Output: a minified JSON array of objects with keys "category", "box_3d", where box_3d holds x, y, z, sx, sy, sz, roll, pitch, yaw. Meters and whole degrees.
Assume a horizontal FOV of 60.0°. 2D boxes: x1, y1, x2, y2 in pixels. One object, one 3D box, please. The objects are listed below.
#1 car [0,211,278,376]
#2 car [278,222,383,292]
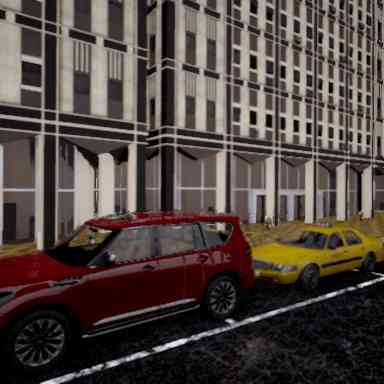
[{"category":"car","box_3d":[-1.093,1.316,5.772,5.009,1.841,2.192,0,0,-35]},{"category":"car","box_3d":[3.399,1.527,8.978,4.829,1.417,1.752,0,0,-35]}]
